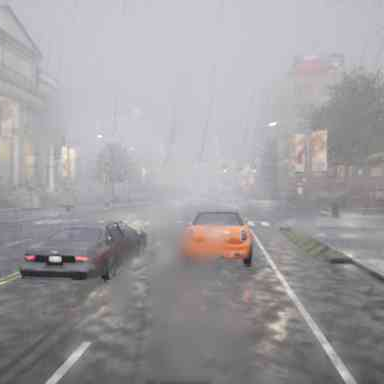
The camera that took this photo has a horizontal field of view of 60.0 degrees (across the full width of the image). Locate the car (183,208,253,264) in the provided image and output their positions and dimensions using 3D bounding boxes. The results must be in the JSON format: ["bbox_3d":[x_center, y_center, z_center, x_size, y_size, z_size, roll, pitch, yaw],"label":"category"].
[{"bbox_3d":[0.966,1.326,11.891,2.097,1.767,4.553,0,0,6],"label":"car"}]

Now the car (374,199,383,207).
[{"bbox_3d":[28.609,1.387,47.462,4.902,1.511,2.128,0,0,6],"label":"car"}]

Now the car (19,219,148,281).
[{"bbox_3d":[-2.766,1.525,9.858,2.033,1.411,5.357,0,0,6],"label":"car"}]
